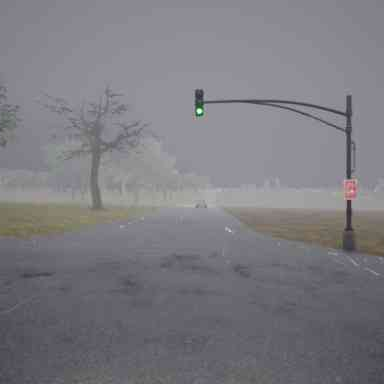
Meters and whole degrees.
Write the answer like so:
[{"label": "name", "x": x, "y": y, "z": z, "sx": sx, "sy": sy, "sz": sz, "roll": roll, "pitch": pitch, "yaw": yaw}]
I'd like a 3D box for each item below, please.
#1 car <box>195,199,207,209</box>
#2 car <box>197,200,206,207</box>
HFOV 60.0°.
[{"label": "car", "x": 1.605, "y": 2.100, "z": 56.679, "sx": 1.994, "sy": 1.385, "sz": 4.181, "roll": 0, "pitch": -1, "yaw": 2}, {"label": "car", "x": 1.931, "y": 2.266, "z": 66.712, "sx": 1.837, "sy": 1.490, "sz": 4.892, "roll": 0, "pitch": -1, "yaw": 2}]
